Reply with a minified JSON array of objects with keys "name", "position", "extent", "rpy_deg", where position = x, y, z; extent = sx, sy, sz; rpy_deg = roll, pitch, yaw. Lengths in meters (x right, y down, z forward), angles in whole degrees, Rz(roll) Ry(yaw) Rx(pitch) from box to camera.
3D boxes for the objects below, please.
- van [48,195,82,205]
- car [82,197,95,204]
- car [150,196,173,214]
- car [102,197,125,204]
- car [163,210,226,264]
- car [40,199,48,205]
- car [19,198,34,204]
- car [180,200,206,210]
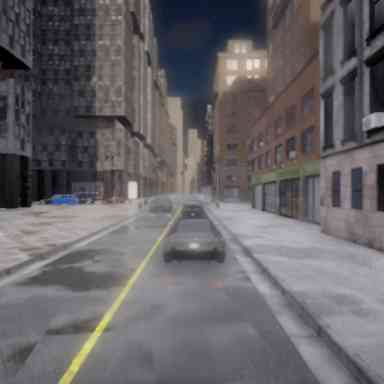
[{"name":"van","position":[-20.107,1.306,52.857],"extent":[3.998,1.788,1.690],"rpy_deg":[0,0,0]},{"name":"car","position":[-20.104,1.586,61.382],"extent":[4.313,1.339,1.947],"rpy_deg":[0,0,0]},{"name":"car","position":[-3.077,1.275,34.235],"extent":[2.097,1.767,4.553],"rpy_deg":[0,0,0]},{"name":"car","position":[-14.455,1.562,61.375],"extent":[4.206,1.307,1.802],"rpy_deg":[0,0,0]},{"name":"car","position":[0.081,1.540,11.732],"extent":[1.994,1.385,4.181],"rpy_deg":[0,0,0]},{"name":"car","position":[-25.753,1.610,61.389],"extent":[4.403,1.369,2.008],"rpy_deg":[0,0,0]},{"name":"car","position":[-31.401,1.680,61.396],"extent":[4.206,1.307,1.802],"rpy_deg":[0,0,0]},{"name":"car","position":[0.090,1.445,27.731],"extent":[1.837,1.490,4.892],"rpy_deg":[0,0,0]}]
